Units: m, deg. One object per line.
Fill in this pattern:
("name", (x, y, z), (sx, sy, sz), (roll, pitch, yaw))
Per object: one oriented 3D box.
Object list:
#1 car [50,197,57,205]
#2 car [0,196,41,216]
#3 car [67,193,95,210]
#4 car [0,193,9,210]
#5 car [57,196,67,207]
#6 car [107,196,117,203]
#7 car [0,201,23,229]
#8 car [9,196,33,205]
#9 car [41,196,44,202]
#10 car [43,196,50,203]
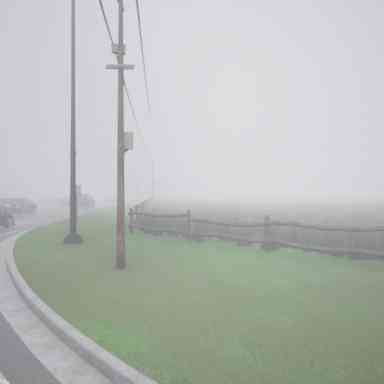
("car", (-22.649, 1.486, 58.199), (1.812, 1.442, 4.674), (0, 0, -6))
("car", (-16.558, 1.328, 31.792), (2.097, 1.767, 4.553), (0, 0, -6))
("car", (-14.175, 1.193, 43.435), (2.150, 2.045, 5.566), (0, 0, -6))
("car", (-24.381, 1.187, 39.883), (2.150, 2.045, 5.566), (0, 0, -6))
("car", (-18.390, 1.514, 50.682), (2.033, 1.411, 5.357), (0, 0, -6))
("car", (-16.902, 1.513, 70.693), (1.994, 1.385, 4.181), (0, 0, -6))
("car", (-11.763, 1.477, 18.651), (2.128, 1.511, 4.902), (0, 0, -6))
("car", (-29.642, 1.449, 57.792), (2.128, 1.511, 4.902), (0, 0, -6))
("car", (-30.912, 1.475, 69.818), (1.812, 1.442, 4.674), (0, 0, -6))
("car", (-26.850, 1.555, 65.084), (1.895, 1.301, 4.718), (0, 0, -6))
